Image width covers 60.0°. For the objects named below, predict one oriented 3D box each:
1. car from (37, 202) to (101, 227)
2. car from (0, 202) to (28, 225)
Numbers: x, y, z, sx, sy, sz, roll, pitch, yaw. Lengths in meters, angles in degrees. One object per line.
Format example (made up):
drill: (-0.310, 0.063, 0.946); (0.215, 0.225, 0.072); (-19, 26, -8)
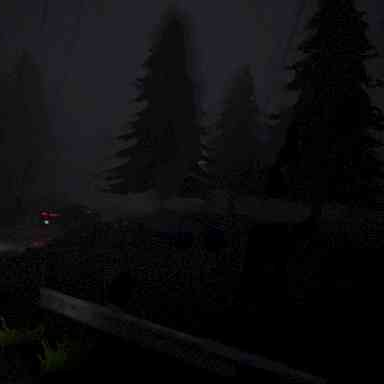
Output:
car: (-7.467, 1.421, 20.735); (1.837, 1.490, 4.892); (6, 1, 13)
car: (-11.324, 1.197, 18.265); (1.895, 1.301, 4.718); (5, 1, 10)
